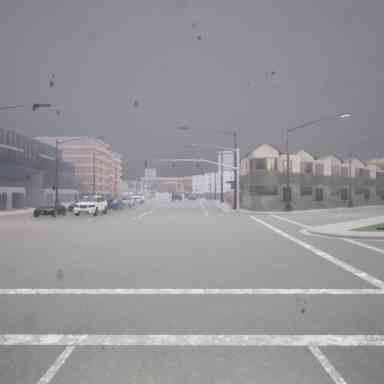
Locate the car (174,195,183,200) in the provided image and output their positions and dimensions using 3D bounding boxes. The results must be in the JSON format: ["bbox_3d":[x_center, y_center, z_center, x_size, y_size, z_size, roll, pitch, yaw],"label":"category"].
[{"bbox_3d":[-3.566,1.477,87.771,2.128,1.511,4.902,0,-2,0],"label":"car"}]

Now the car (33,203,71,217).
[{"bbox_3d":[-14.125,1.751,33.308,1.994,1.385,4.181,0,0,0],"label":"car"}]

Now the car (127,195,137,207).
[{"bbox_3d":[-10.631,1.624,54.136,1.812,1.442,4.674,0,1,0],"label":"car"}]

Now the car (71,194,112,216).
[{"bbox_3d":[-10.625,1.418,35.315,2.150,2.045,5.566,0,0,1],"label":"car"}]

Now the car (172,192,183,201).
[{"bbox_3d":[-3.557,1.050,77.078,2.150,2.045,5.566,0,0,0],"label":"car"}]

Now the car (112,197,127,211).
[{"bbox_3d":[-10.631,1.675,45.052,1.882,1.535,5.008,0,0,0],"label":"car"}]

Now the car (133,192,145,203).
[{"bbox_3d":[-10.587,1.125,64.855,2.150,2.045,5.566,0,1,0],"label":"car"}]

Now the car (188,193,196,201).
[{"bbox_3d":[-0.058,1.419,77.792,1.895,1.301,4.718,0,-1,0],"label":"car"}]

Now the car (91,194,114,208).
[{"bbox_3d":[-14.131,1.341,52.724,2.150,2.045,5.566,0,1,0],"label":"car"}]

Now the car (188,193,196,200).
[{"bbox_3d":[-0.066,1.138,87.751,2.097,1.767,4.553,0,-2,0],"label":"car"}]

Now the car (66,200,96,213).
[{"bbox_3d":[-14.131,1.762,42.543,2.033,1.411,5.357,0,0,0],"label":"car"}]
